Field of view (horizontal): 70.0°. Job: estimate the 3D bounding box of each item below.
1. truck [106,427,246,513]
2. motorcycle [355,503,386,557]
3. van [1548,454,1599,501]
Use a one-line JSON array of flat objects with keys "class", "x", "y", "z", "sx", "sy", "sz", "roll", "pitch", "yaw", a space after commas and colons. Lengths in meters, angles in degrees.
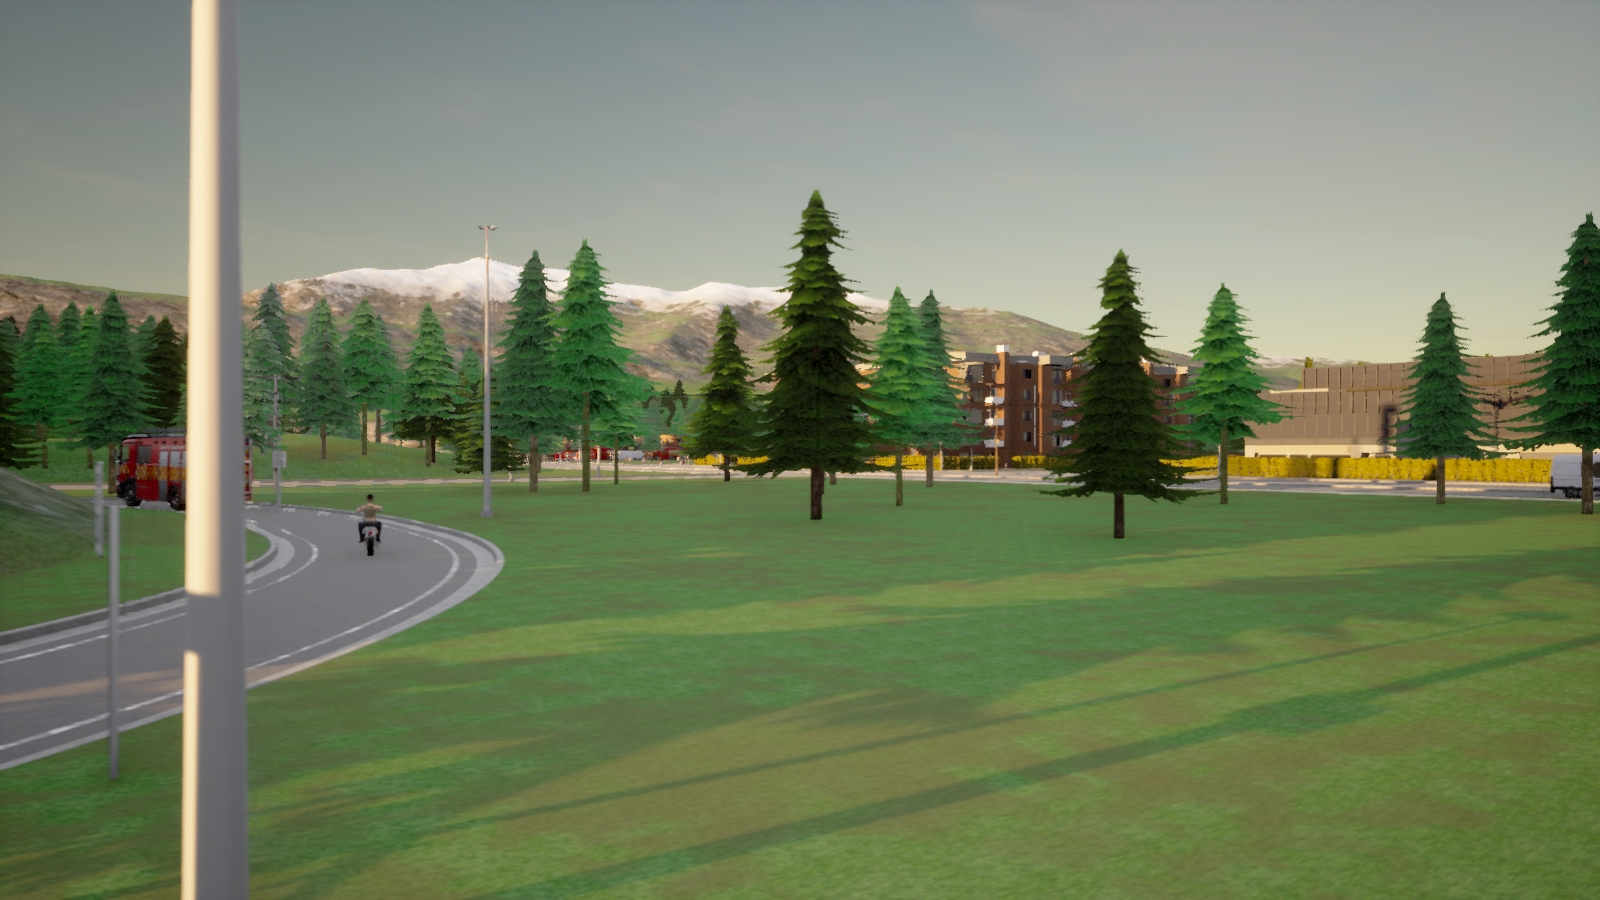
[{"class": "truck", "x": -30.065, "y": 0.890, "z": 54.895, "sx": 8.468, "sy": 3.827, "sz": 2.891, "roll": 0, "pitch": 0, "yaw": 39}, {"class": "motorcycle", "x": -11.705, "y": 2.155, "z": 31.106, "sx": 0.764, "sy": 1.307, "sz": 2.356, "roll": -1, "pitch": 0, "yaw": -21}, {"class": "van", "x": 44.958, "y": 1.534, "z": 63.021, "sx": 1.988, "sy": 2.561, "sz": 5.915, "roll": 0, "pitch": 0, "yaw": -36}]
